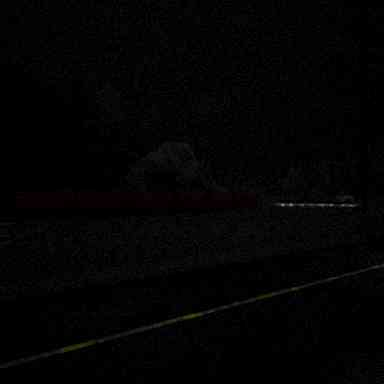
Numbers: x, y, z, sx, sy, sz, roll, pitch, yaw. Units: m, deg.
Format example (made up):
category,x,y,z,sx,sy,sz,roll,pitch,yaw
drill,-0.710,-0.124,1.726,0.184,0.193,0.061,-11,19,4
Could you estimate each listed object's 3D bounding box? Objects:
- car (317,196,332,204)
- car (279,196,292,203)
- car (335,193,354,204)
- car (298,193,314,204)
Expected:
category,x,y,z,sx,sy,sz,roll,pitch,yaw
car,25.263,1.472,63.391,1.882,1.535,5.008,0,0,10
car,18.717,1.511,66.915,1.882,1.535,5.008,0,0,6
car,28.743,1.181,62.840,2.150,2.045,5.566,0,0,10
car,21.726,1.238,63.638,2.150,2.045,5.566,0,0,10
